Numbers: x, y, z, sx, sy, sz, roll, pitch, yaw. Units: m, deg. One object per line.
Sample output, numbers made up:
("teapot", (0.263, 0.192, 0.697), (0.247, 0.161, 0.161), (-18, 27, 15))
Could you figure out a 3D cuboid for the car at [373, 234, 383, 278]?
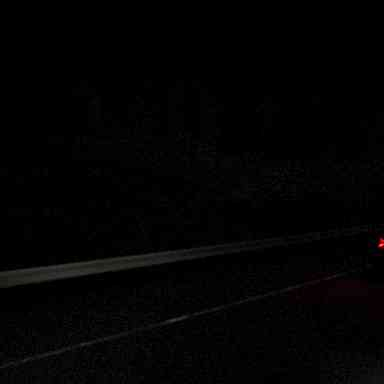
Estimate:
("car", (6.758, 1.318, 8.730), (4.553, 1.767, 2.097), (0, 0, -37))
